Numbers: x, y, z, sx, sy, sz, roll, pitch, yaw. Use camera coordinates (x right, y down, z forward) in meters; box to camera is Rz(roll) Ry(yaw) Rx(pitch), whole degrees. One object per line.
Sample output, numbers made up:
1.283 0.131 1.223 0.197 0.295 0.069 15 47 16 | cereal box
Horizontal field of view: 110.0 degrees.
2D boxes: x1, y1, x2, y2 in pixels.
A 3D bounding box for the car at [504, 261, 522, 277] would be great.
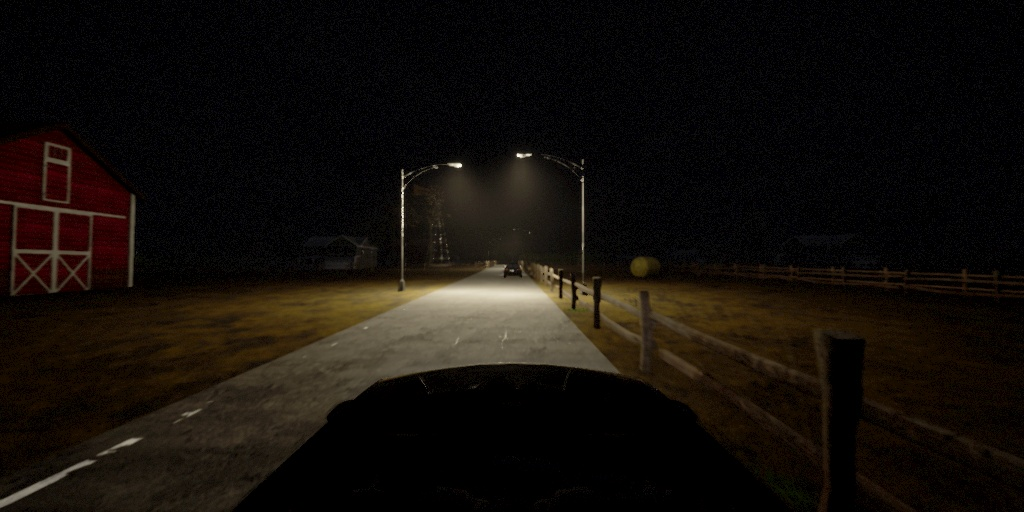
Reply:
0.090 1.548 39.799 1.994 1.385 4.181 0 0 0 | car
